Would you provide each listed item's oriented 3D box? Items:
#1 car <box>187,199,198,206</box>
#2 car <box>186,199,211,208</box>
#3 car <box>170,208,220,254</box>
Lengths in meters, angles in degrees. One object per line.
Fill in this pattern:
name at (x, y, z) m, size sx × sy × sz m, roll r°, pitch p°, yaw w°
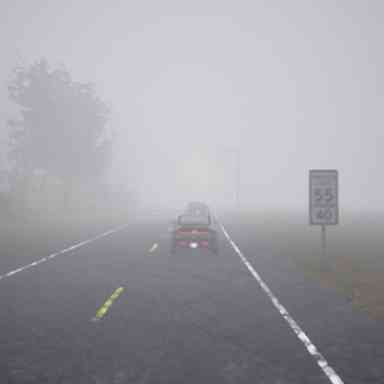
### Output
car at (0.122, 2.287, 72.739) m, size 1.994 × 1.385 × 4.181 m, roll 0°, pitch -1°, yaw 6°
car at (0.540, 1.632, 28.959) m, size 2.097 × 1.767 × 4.553 m, roll 0°, pitch -1°, yaw 2°
car at (0.119, 1.646, 14.228) m, size 1.837 × 1.490 × 4.892 m, roll 0°, pitch 0°, yaw 1°
